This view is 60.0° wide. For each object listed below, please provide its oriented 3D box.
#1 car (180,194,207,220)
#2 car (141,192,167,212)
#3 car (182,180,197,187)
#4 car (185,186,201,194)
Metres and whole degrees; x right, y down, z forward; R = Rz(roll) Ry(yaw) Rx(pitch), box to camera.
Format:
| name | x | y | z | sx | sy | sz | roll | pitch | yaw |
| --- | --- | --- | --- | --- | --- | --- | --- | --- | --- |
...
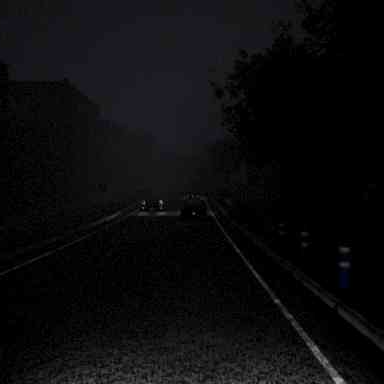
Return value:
| name | x | y | z | sx | sy | sz | roll | pitch | yaw |
| --- | --- | --- | --- | --- | --- | --- | --- | --- | --- |
| car | 0.118 | 1.240 | 25.526 | 1.882 | 1.535 | 5.008 | 0 | 2 | 0 |
| car | -3.575 | 0.872 | 31.914 | 2.097 | 1.767 | 4.553 | 0 | 3 | 0 |
| car | -0.523 | -1.880 | 74.419 | 1.837 | 1.490 | 4.892 | 1 | 4 | 25 |
| car | 0.129 | 0.452 | 42.935 | 2.033 | 1.411 | 5.357 | 0 | 4 | 0 |
